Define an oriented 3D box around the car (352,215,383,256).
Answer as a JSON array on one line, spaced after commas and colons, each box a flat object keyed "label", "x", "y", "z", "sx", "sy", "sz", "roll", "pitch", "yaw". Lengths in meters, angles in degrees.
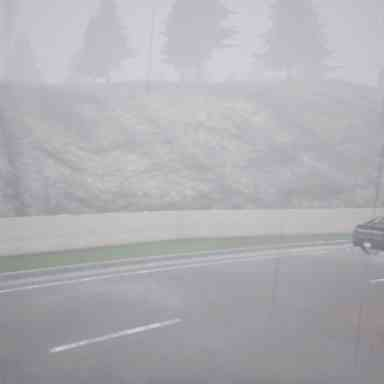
[{"label": "car", "x": 7.766, "y": 1.448, "z": 11.264, "sx": 4.902, "sy": 1.511, "sz": 2.128, "roll": 0, "pitch": 0, "yaw": -20}]
